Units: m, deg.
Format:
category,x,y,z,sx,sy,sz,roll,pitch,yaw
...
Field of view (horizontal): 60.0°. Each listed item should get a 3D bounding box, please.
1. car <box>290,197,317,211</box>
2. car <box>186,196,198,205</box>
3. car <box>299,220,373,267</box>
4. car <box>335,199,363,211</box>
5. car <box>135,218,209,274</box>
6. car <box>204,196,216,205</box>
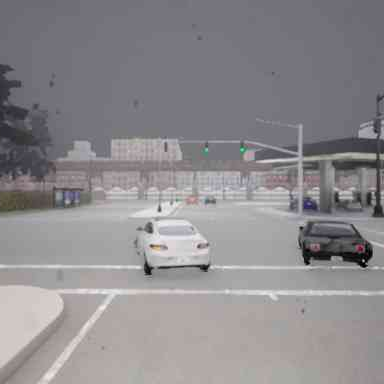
category,x,y,z,sx,sy,sz,roll,pitch,yaw
car,13.216,1.399,39.661,2.242,1.667,4.611,0,0,0
car,0.009,1.523,64.307,2.097,1.767,4.553,0,0,0
car,4.781,1.632,11.662,1.895,1.301,4.718,0,0,16
car,18.961,1.561,40.422,1.970,1.475,3.806,0,0,0
car,-0.750,1.554,10.692,1.812,1.442,4.674,0,0,-13
car,3.509,1.522,64.307,2.097,1.767,4.553,0,0,0
